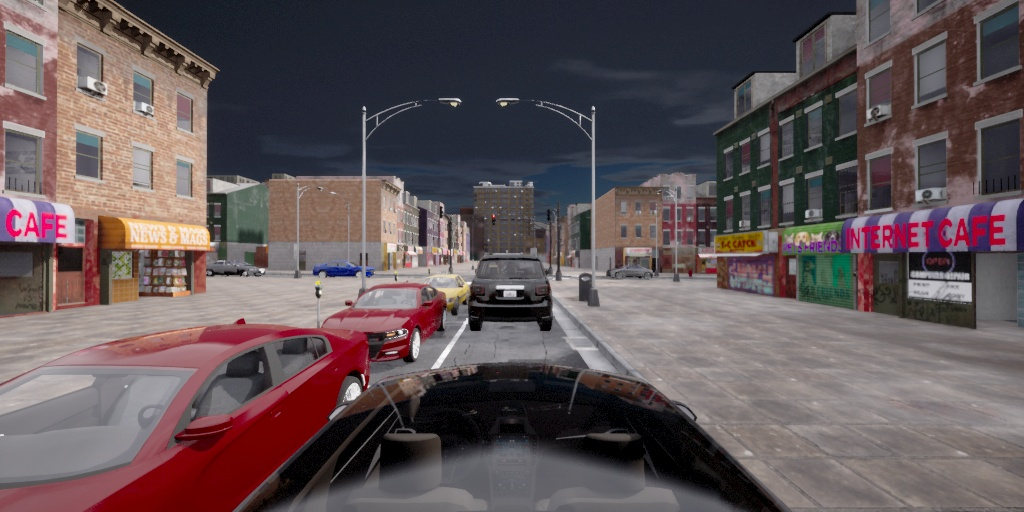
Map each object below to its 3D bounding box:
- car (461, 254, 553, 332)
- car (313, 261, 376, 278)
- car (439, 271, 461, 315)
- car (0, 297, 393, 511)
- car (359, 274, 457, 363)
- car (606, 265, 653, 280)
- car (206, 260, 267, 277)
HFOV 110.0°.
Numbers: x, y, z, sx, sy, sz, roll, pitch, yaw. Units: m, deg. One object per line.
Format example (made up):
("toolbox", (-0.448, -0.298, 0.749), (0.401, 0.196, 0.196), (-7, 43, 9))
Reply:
("car", (-0.019, 0.976, 11.026), (2.150, 2.045, 5.566), (0, 0, 1))
("car", (-14.355, 1.156, 30.803), (5.008, 1.535, 1.882), (0, 0, -1))
("car", (-2.625, 1.282, 13.533), (1.751, 1.417, 4.829), (0, 0, 0))
("car", (-2.636, 1.295, 2.715), (1.888, 1.381, 4.507), (0, 0, 0))
("car", (-2.630, 1.298, 8.210), (1.888, 1.381, 4.507), (0, 0, 0))
("car", (11.063, 1.487, 33.861), (4.181, 1.385, 1.994), (1, 0, -1))
("car", (-23.854, 1.102, 30.768), (4.902, 1.511, 2.128), (0, 0, 0))
